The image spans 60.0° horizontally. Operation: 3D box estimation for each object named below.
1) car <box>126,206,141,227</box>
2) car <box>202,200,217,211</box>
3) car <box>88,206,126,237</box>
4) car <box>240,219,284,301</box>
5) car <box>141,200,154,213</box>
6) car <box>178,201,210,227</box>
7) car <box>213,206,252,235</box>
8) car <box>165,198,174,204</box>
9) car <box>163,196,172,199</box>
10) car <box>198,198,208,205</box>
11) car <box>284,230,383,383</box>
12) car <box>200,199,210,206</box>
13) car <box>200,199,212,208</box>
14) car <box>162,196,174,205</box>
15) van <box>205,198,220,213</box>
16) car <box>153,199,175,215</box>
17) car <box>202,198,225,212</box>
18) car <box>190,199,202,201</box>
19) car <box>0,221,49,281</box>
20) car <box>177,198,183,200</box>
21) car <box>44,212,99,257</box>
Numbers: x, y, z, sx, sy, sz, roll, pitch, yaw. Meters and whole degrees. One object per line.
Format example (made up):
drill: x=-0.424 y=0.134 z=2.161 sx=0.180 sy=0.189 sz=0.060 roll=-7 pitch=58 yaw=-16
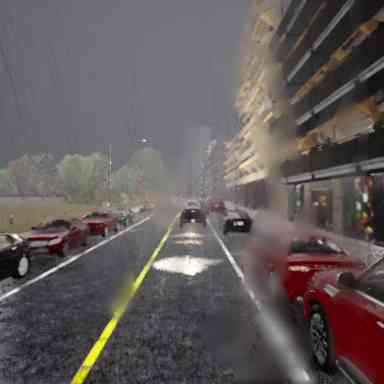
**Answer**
car: x=-5.333 y=1.737 z=24.620 sx=2.008 sy=1.369 sz=4.403 roll=1 pitch=0 yaw=0
car: x=2.522 y=1.932 z=47.964 sx=1.947 sy=1.339 sz=4.313 roll=1 pitch=0 yaw=0
car: x=-5.327 y=1.688 z=18.966 sx=1.887 sy=1.381 sz=4.507 roll=1 pitch=0 yaw=0
car: x=2.564 y=1.608 z=8.339 sx=1.887 sy=1.381 sz=4.507 roll=1 pitch=0 yaw=0
car: x=-5.350 y=1.757 z=41.581 sx=1.967 sy=1.590 sz=4.097 roll=1 pitch=0 yaw=0
car: x=0.074 y=1.690 z=24.419 sx=1.837 sy=1.490 sz=4.892 roll=0 pitch=0 yaw=0
car: x=2.552 y=1.715 z=19.660 sx=1.947 sy=1.339 sz=4.313 roll=1 pitch=0 yaw=0
car: x=-5.394 y=2.217 z=81.157 sx=1.802 sy=1.307 sz=4.206 roll=1 pitch=0 yaw=0
car: x=-5.375 y=2.020 z=64.026 sx=1.752 sy=1.417 sz=4.829 roll=1 pitch=0 yaw=0
car: x=2.492 y=2.161 z=76.268 sx=1.947 sy=1.339 sz=4.313 roll=1 pitch=0 yaw=0
car: x=2.573 y=1.336 z=2.680 sx=2.192 sy=1.841 sz=5.009 roll=1 pitch=0 yaw=0
car: x=2.504 y=2.068 z=64.946 sx=1.947 sy=1.339 sz=4.313 roll=1 pitch=0 yaw=0
car: x=2.510 y=2.001 z=59.286 sx=1.887 sy=1.381 sz=4.507 roll=1 pitch=0 yaw=0
car: x=-5.385 y=1.903 z=75.505 sx=2.192 sy=1.841 sz=5.009 roll=1 pitch=0 yaw=0
van: x=2.530 y=1.663 z=42.305 sx=1.690 sy=1.788 sz=3.998 roll=1 pitch=0 yaw=0
car: x=-2.889 y=1.841 z=38.565 sx=2.033 sy=1.411 sz=5.357 roll=0 pitch=0 yaw=0
car: x=2.537 y=1.594 z=36.644 sx=2.192 sy=1.841 sz=5.009 roll=1 pitch=0 yaw=0
car: x=0.056 y=1.777 z=42.041 sx=1.801 sy=1.575 sz=5.366 roll=0 pitch=0 yaw=0
car: x=-5.316 y=1.609 z=7.658 sx=2.008 sy=1.369 sz=4.403 roll=1 pitch=0 yaw=0
car: x=-2.834 y=1.758 z=79.083 sx=2.128 sy=1.511 sz=4.902 roll=0 pitch=0 yaw=0
car: x=-5.322 y=1.683 z=13.312 sx=1.802 sy=1.307 sz=4.206 roll=1 pitch=0 yaw=0
